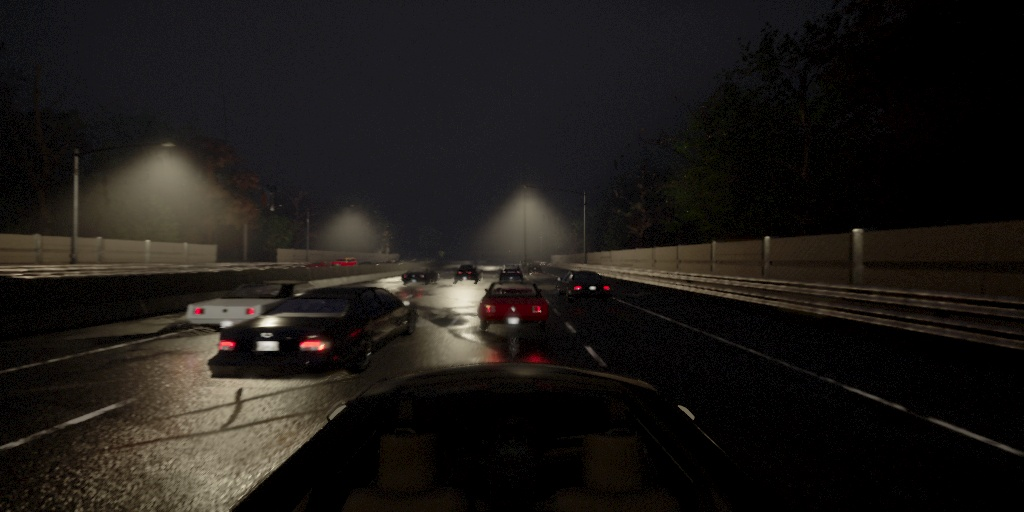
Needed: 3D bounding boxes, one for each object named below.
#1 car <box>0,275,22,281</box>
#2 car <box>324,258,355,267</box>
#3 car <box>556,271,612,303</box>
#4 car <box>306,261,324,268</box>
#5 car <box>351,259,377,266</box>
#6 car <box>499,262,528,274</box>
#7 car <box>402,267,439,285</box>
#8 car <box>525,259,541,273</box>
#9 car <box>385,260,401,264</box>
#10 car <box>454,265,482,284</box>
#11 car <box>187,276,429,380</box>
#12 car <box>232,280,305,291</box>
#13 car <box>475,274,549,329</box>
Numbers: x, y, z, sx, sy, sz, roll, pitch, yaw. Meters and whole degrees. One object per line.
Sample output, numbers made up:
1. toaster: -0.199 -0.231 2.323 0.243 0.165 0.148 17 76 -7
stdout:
1. car: -17.663 1.230 10.824 1.882 1.535 5.008 0 0 0
2. car: -24.856 1.277 52.943 2.150 2.045 5.566 0 0 0
3. car: 3.387 1.430 17.654 2.033 1.411 5.357 0 0 0
4. car: -28.358 1.519 52.884 1.882 1.535 5.008 0 0 0
5. car: -21.363 1.547 53.105 1.882 1.535 5.008 0 0 0
6. car: -0.073 1.452 29.438 2.128 1.511 4.902 0 0 0
7. car: -7.066 1.525 28.076 1.895 1.301 4.718 0 0 0
8. car: 3.184 1.633 52.325 1.882 1.535 5.008 0 0 0
9. car: -17.866 1.440 53.788 2.097 1.767 4.553 0 0 0
10. car: -3.575 1.453 29.458 1.837 1.490 4.892 0 0 0
11. car: -3.444 1.328 7.545 2.033 1.411 5.357 0 0 0
12. car: -6.964 1.395 10.977 1.895 1.301 4.718 0 0 0
13. car: 0.033 1.425 11.545 1.895 1.301 4.718 0 0 0
